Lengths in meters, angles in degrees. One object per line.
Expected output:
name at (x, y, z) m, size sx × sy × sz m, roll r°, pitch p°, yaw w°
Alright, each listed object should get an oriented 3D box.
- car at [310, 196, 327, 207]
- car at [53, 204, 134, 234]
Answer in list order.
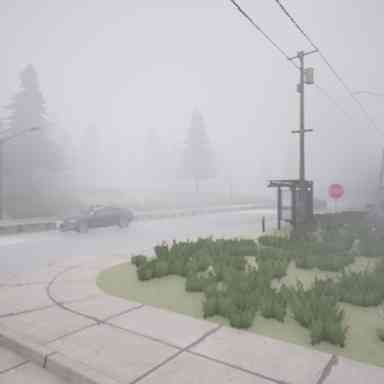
car at (16.018, 1.352, 43.172) m, size 2.097 × 1.767 × 4.553 m, roll 0°, pitch 0°, yaw 36°
car at (-5.590, 1.489, 19.388) m, size 2.128 × 1.511 × 4.902 m, roll 0°, pitch 0°, yaw 36°
